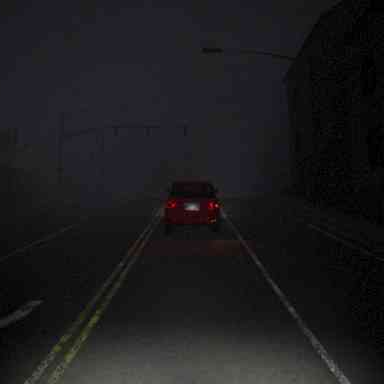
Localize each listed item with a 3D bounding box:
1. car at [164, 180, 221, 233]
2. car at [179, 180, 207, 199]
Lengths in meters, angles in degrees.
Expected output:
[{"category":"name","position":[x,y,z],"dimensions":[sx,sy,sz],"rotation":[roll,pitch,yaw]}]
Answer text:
[{"category":"car","position":[0.022,0.467,14.569],"dimensions":[2.150,2.045,5.566],"rotation":[1,4,0]},{"category":"car","position":[0.230,-0.147,31.065],"dimensions":[2.128,1.511,4.902],"rotation":[-1,-2,6]}]
